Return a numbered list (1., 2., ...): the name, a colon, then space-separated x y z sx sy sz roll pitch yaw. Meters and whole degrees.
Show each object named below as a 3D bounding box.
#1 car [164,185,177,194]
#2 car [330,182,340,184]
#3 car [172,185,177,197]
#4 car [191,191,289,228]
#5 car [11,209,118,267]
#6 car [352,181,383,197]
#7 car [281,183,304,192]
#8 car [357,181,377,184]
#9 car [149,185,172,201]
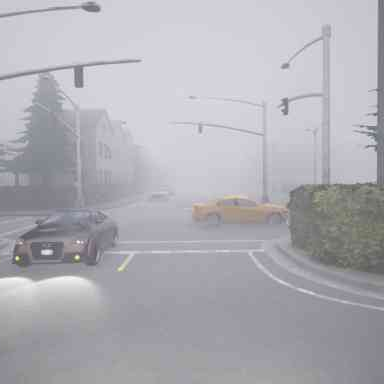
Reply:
1. car: -3.693 -0.475 58.125 1.837 1.490 4.892 -1 2 0
2. car: 25.335 -1.019 59.426 2.152 1.636 5.027 -1 2 0
3. car: -3.712 -0.278 47.741 2.097 1.767 4.553 -1 2 0
4. car: 2.468 0.932 17.304 5.008 1.535 1.882 -1 3 0
5. car: -3.523 1.224 9.947 1.994 1.385 4.181 -1 1 -1
6. car: 22.279 -0.453 42.037 1.932 1.855 4.605 -1 2 0
7. car: 15.293 -0.507 52.018 2.007 1.523 4.514 -1 2 0
8. car: 19.030 -0.170 34.158 1.905 1.878 3.866 -1 2 0
9. car: -3.699 0.186 37.723 1.882 1.535 5.008 -1 2 0
